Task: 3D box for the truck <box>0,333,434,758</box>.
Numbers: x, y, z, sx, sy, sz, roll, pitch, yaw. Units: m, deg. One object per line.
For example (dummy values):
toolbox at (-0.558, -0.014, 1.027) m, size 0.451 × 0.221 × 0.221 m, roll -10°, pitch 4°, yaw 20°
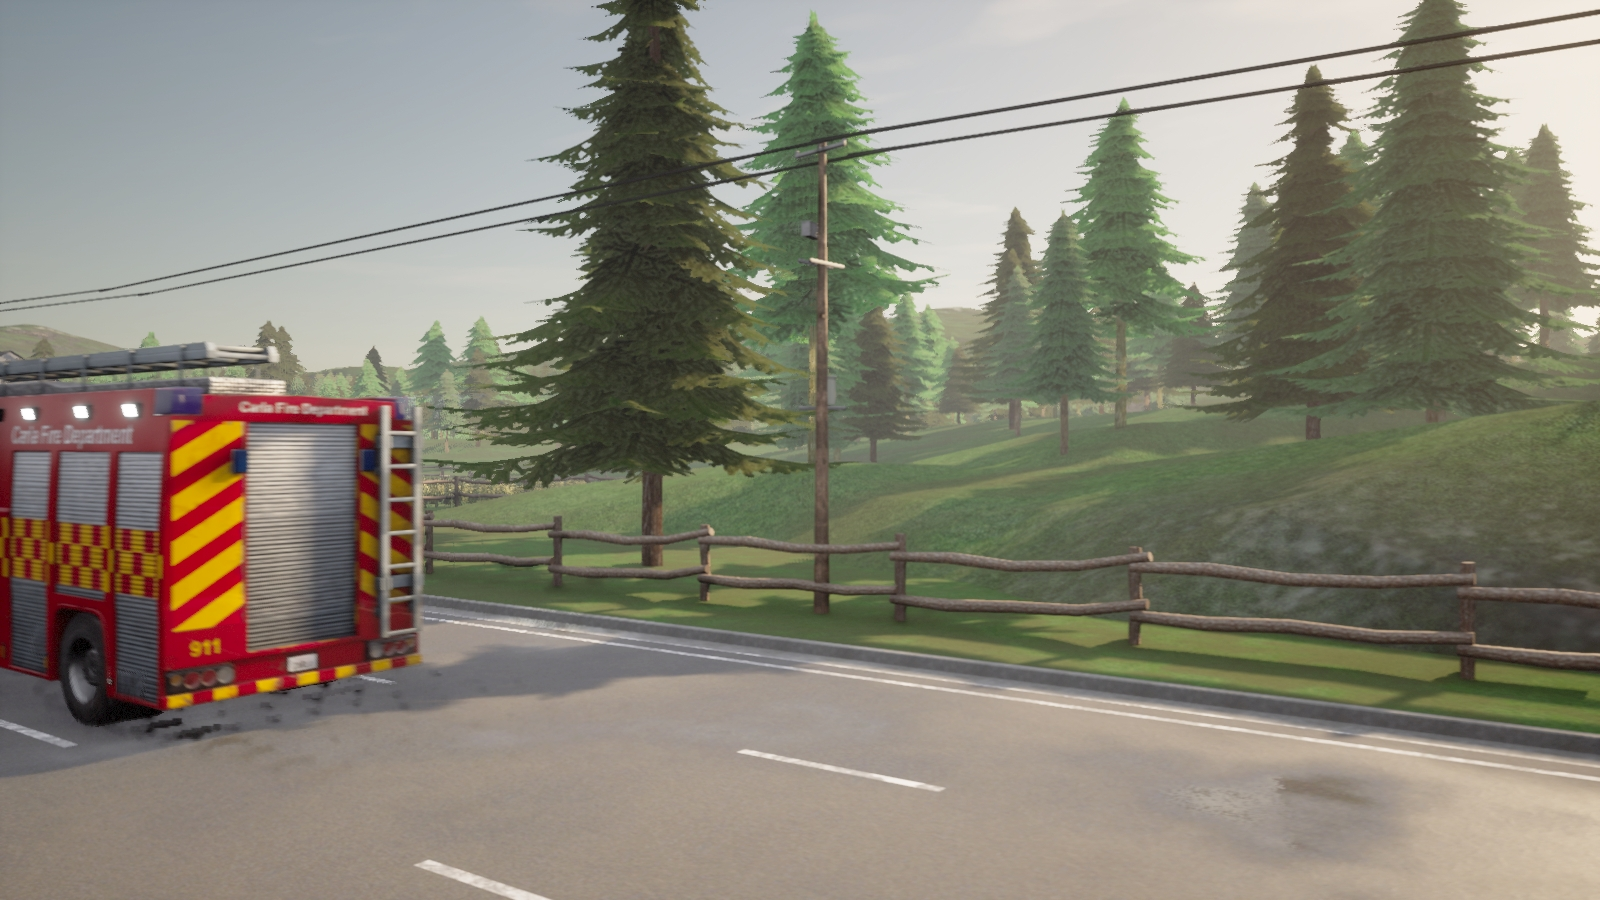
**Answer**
truck at (-8.360, 0.851, 13.915) m, size 8.468 × 3.827 × 2.891 m, roll 0°, pitch 0°, yaw 35°
